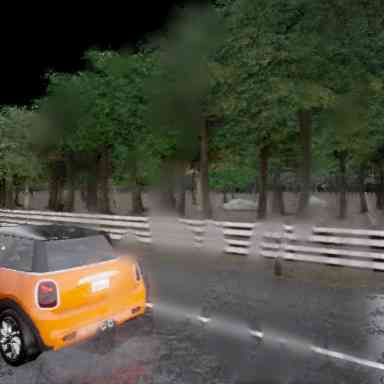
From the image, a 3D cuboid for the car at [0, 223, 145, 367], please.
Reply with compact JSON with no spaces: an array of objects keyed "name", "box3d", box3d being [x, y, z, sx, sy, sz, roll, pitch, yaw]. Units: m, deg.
[{"name":"car","box3d":[-3.051,1.368,6.047,4.553,1.767,2.097,0,0,35]}]
